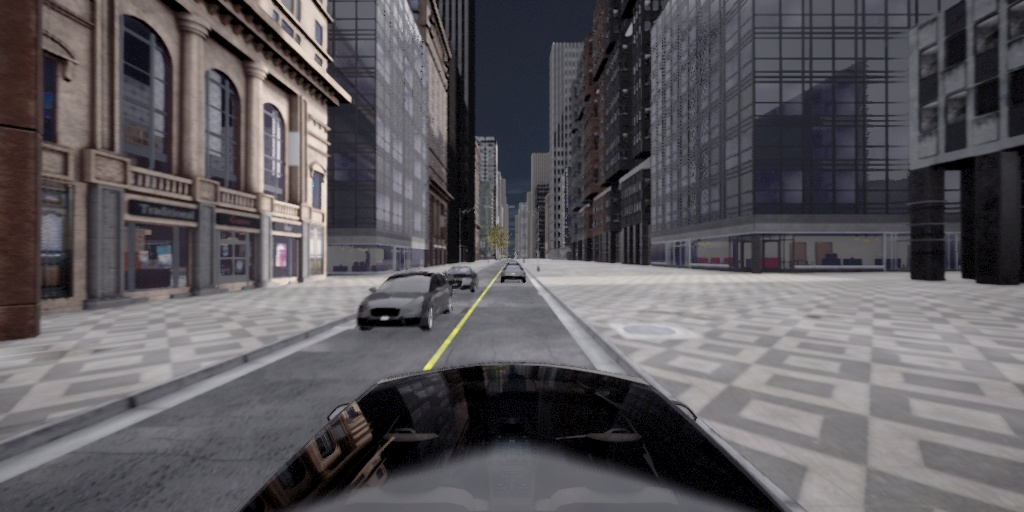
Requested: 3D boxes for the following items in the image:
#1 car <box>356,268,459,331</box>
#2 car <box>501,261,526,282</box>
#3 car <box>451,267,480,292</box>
[{"bbox_3d":[-3.043,1.258,11.058,1.837,1.490,4.892,0,0,1],"label":"car"},{"bbox_3d":[0.096,1.316,29.167,1.994,1.385,4.181,0,0,0],"label":"car"},{"bbox_3d":[-2.999,1.317,20.905,1.994,1.385,4.181,0,0,0],"label":"car"}]
